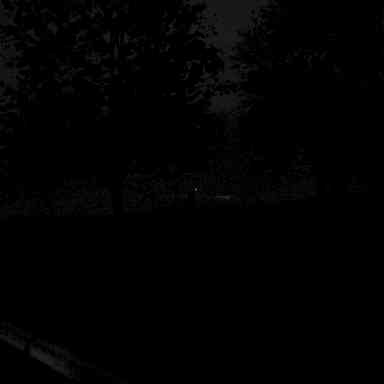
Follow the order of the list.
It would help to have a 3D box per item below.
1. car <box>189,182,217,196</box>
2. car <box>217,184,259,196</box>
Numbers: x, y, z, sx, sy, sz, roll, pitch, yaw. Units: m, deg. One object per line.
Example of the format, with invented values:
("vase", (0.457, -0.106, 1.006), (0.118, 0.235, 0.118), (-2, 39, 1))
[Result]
("car", (1.797, -0.466, 45.721), (4.553, 1.767, 2.097), (-3, 4, -31))
("car", (6.479, -0.271, 44.413), (5.357, 1.411, 2.033), (-3, 4, -29))
